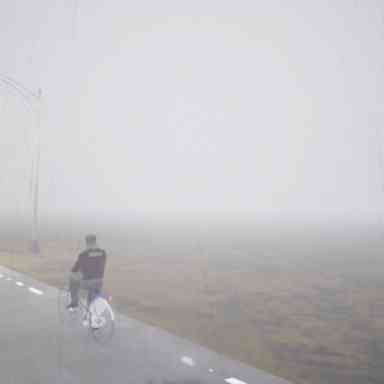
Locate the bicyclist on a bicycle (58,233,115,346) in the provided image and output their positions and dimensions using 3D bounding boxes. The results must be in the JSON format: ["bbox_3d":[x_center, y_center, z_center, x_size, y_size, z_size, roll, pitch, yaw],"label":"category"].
[{"bbox_3d":[-1.867,1.573,5.699,1.843,1.776,0.659,-1,-3,43],"label":"bicyclist on a bicycle"}]
